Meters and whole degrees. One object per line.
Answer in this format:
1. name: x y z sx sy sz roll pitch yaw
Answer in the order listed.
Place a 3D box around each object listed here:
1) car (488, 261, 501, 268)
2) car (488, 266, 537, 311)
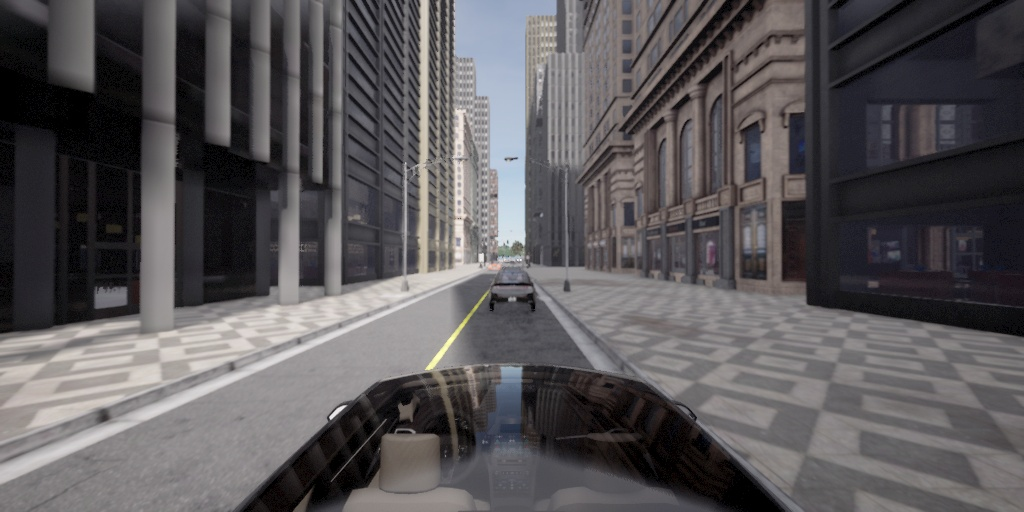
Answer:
1. car: -3.018 1.685 62.848 2.097 1.767 4.553 0 -1 1
2. car: 0.028 1.378 15.349 2.128 1.511 4.902 0 0 0
